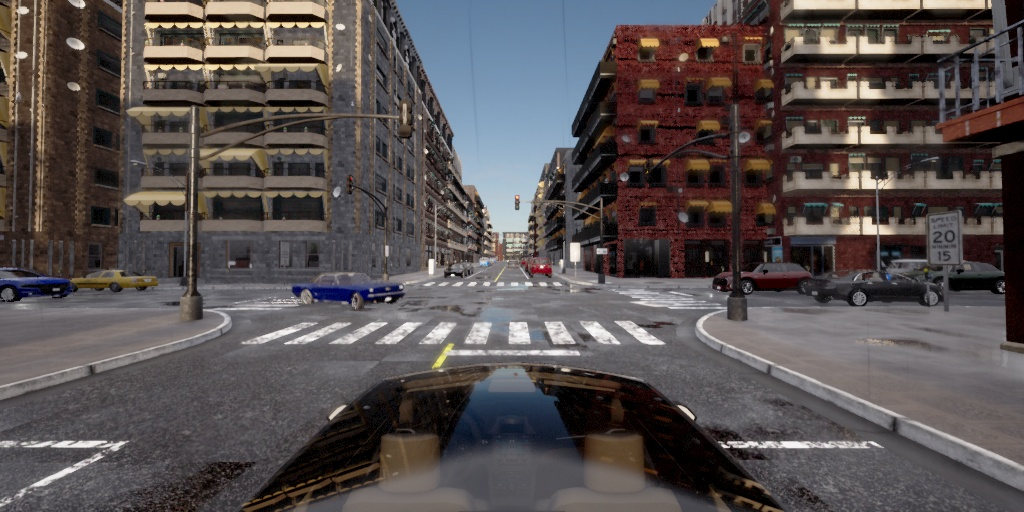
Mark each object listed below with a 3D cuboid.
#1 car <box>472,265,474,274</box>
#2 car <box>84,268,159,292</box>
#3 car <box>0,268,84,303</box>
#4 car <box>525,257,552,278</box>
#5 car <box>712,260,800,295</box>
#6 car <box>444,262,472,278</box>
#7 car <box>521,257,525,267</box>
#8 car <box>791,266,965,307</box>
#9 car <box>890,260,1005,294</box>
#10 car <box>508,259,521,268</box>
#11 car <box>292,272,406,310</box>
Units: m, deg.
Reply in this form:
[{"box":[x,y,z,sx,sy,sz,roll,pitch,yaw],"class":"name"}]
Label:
[{"box":[-5.250,1.331,39.544,1.948,1.339,4.313,0,0,0],"class":"car"},{"box":[-24.409,1.436,21.739,4.829,1.417,1.751,0,0,0],"class":"car"},{"box":[-23.253,1.272,16.336,5.008,1.535,1.882,0,-1,0],"class":"car"},{"box":[2.622,1.077,34.015,2.192,1.841,5.009,0,0,0],"class":"car"},{"box":[13.246,1.102,19.115,4.553,1.767,2.097,0,-1,-1],"class":"car"},{"box":[-5.259,1.328,33.983,1.948,1.339,4.313,0,0,0],"class":"car"},{"box":[2.641,1.086,45.138,2.192,1.841,5.009,0,0,0],"class":"car"},{"box":[13.765,1.185,13.702,4.403,1.370,2.007,0,0,0],"class":"car"},{"box":[23.095,1.079,19.096,4.553,1.767,2.097,0,-1,0],"class":"car"},{"box":[0.205,1.309,62.378,2.128,1.511,4.902,0,0,0],"class":"car"},{"box":[-6.538,1.313,14.390,4.718,1.301,1.895,0,-1,28],"class":"car"}]
